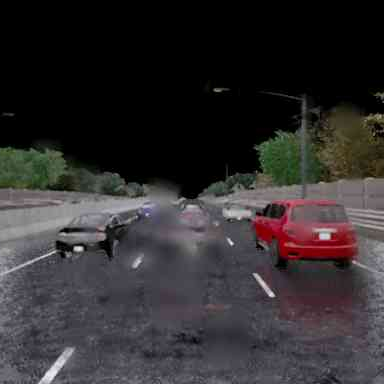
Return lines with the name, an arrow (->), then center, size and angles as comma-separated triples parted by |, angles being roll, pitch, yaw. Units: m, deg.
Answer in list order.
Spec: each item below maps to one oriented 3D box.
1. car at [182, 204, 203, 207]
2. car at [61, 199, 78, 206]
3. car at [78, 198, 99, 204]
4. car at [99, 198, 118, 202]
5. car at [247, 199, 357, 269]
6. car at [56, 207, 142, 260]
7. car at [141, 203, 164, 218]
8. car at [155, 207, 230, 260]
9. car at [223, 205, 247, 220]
car -> 0.056, 1.654, 27.647 | 1.994, 1.385, 4.181 | 0, 0, 1
car -> -21.020, 1.899, 57.749 | 2.128, 1.511, 4.902 | 0, -1, 1
car -> -17.525, 1.760, 57.868 | 2.097, 1.767, 4.553 | 0, -1, 1
car -> -14.027, 1.884, 57.770 | 1.882, 1.535, 5.008 | 0, -1, 1
car -> 3.538, 1.258, 11.484 | 2.150, 2.045, 5.566 | 0, 0, 1
car -> -3.451, 1.530, 12.590 | 2.128, 1.511, 4.902 | 0, 0, 0
car -> -3.440, 1.617, 28.275 | 1.812, 1.442, 4.674 | 0, 0, 1
car -> 0.048, 1.530, 12.580 | 2.128, 1.511, 4.902 | 0, 0, 1
car -> 3.550, 1.687, 26.982 | 1.895, 1.301, 4.718 | 0, 0, 1
